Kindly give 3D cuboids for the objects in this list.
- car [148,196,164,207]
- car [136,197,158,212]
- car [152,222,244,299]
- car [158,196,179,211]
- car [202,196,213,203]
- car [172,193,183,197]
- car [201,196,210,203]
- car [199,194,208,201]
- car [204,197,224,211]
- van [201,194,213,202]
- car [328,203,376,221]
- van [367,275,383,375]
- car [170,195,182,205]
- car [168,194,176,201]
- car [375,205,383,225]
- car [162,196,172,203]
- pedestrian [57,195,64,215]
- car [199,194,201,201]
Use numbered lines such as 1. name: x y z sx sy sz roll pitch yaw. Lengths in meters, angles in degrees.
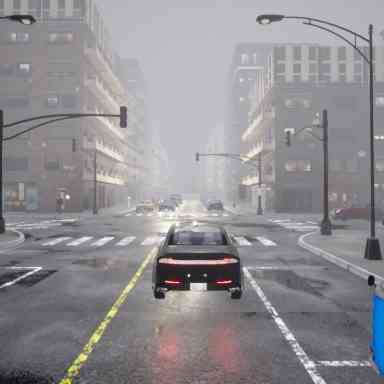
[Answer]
1. car: -5.553 1.459 51.182 1.967 1.590 4.097 1 0 0
2. car: -5.581 1.539 39.726 1.752 1.417 4.829 1 0 0
3. car: 0.121 1.494 8.419 2.128 1.511 4.902 0 0 0
4. car: -3.003 1.562 40.874 2.033 1.411 5.357 0 0 0
5. car: 2.812 1.567 45.519 2.008 1.369 4.403 1 0 0
6. car: -2.915 1.245 61.515 2.150 2.045 5.566 0 0 1
7. car: 2.879 1.612 73.732 1.802 1.307 4.206 1 0 0
8. car: 2.911 1.351 85.017 2.192 1.841 5.009 1 0 0
9. car: 2.799 1.580 39.877 1.947 1.339 4.313 1 0 0
10. van: 2.843 1.362 56.804 1.690 1.788 3.998 1 0 0
11. car: 13.709 1.608 28.035 4.097 1.590 1.967 0 -1 1
12. van: 2.679 1.342 1.930 1.690 1.788 3.998 1 0 0
13. car: -2.972 1.544 50.778 1.812 1.442 4.674 0 0 0
14. car: -5.458 1.480 90.680 1.967 1.590 4.097 1 0 0
15. car: 13.586 1.583 19.654 4.313 1.339 1.947 0 -1 1
16. car: -5.500 1.574 73.752 1.887 1.381 4.507 1 0 0
17. pedestrian: -12.464 1.217 31.355 0.375 1.860 0.375 0 -1 1
18. car: 2.867 1.552 68.259 1.752 1.417 4.829 1 0 0
